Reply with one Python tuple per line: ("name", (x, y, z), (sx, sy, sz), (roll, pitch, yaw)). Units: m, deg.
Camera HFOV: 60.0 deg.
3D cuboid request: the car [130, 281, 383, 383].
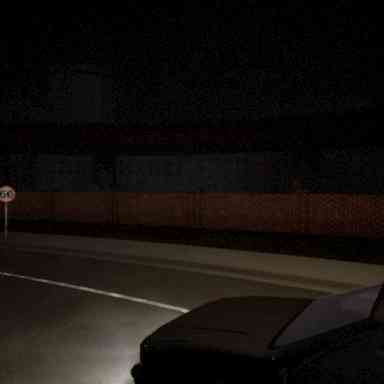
("car", (2.000, 1.498, 2.514), (5.357, 1.411, 2.033), (0, 1, 35))
